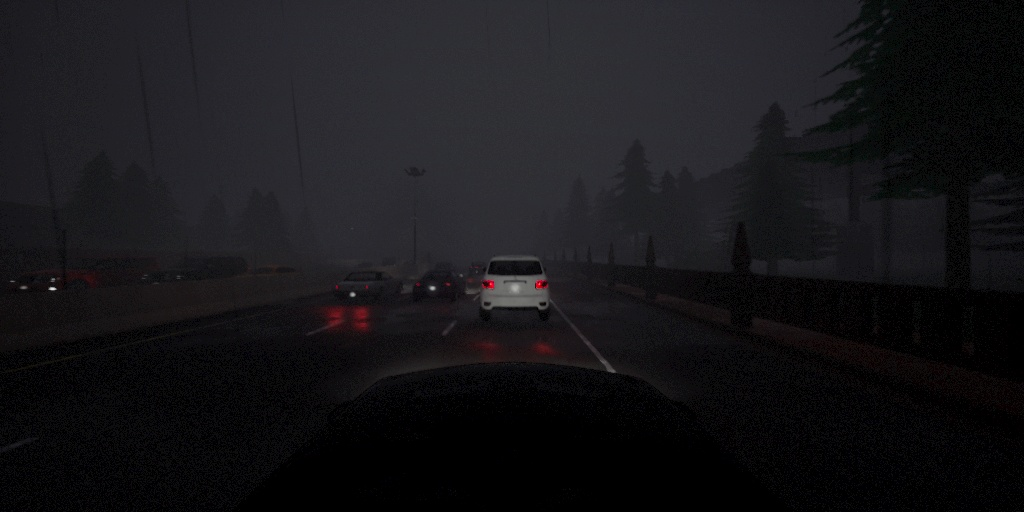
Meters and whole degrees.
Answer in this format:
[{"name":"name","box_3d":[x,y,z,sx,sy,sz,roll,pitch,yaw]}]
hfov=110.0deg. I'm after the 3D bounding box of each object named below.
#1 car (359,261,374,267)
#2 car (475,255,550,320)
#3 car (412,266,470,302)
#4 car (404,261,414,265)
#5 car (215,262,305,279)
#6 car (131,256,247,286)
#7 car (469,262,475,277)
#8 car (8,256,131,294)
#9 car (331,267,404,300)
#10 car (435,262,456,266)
[{"name":"car","box_3d":[-24.125,1.496,59.607,1.895,1.301,4.718,0,0,-14]},{"name":"car","box_3d":[0.097,0.998,12.941,2.150,2.045,5.566,0,0,0]},{"name":"car","box_3d":[-3.400,1.354,17.396,1.994,1.385,4.181,0,0,0]},{"name":"car","box_3d":[-17.332,1.461,61.081,1.994,1.385,4.181,0,0,-14]},{"name":"car","box_3d":[-14.099,1.275,20.783,1.882,1.535,5.008,0,0,0]},{"name":"car","box_3d":[-17.596,1.018,20.451,2.150,2.045,5.566,0,0,0]},{"name":"car","box_3d":[-3.469,1.330,37.284,2.128,1.511,4.902,0,0,-1]},{"name":"car","box_3d":[-21.096,1.013,18.258,2.150,2.045,5.566,0,0,0]},{"name":"car","box_3d":[-6.897,1.391,17.749,1.895,1.301,4.718,0,0,0]},{"name":"car","box_3d":[-6.966,1.344,37.325,1.837,1.490,4.892,0,0,-1]}]
